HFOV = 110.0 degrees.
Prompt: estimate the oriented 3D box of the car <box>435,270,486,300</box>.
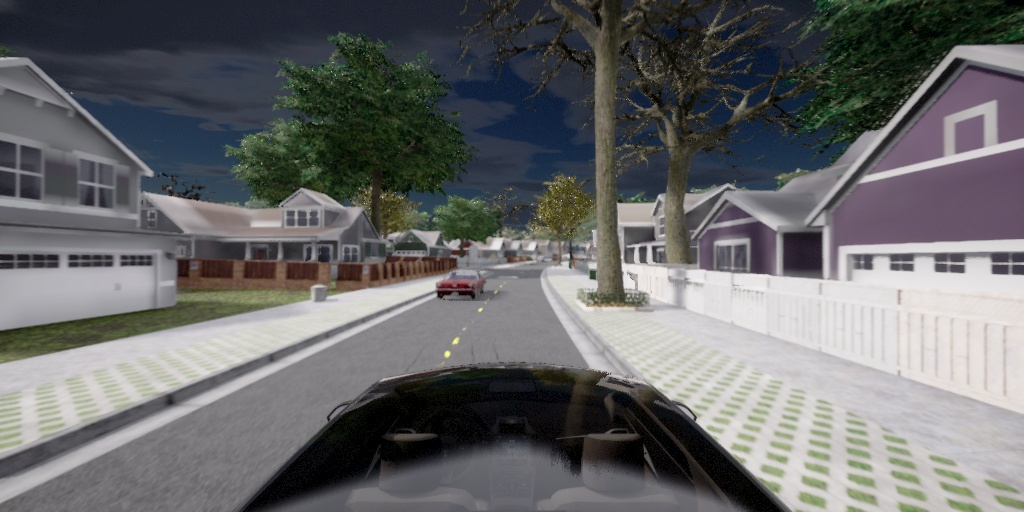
[{"bbox_3d":[-2.471,1.386,18.158,1.895,1.301,4.718,0,0,2],"label":"car"}]
